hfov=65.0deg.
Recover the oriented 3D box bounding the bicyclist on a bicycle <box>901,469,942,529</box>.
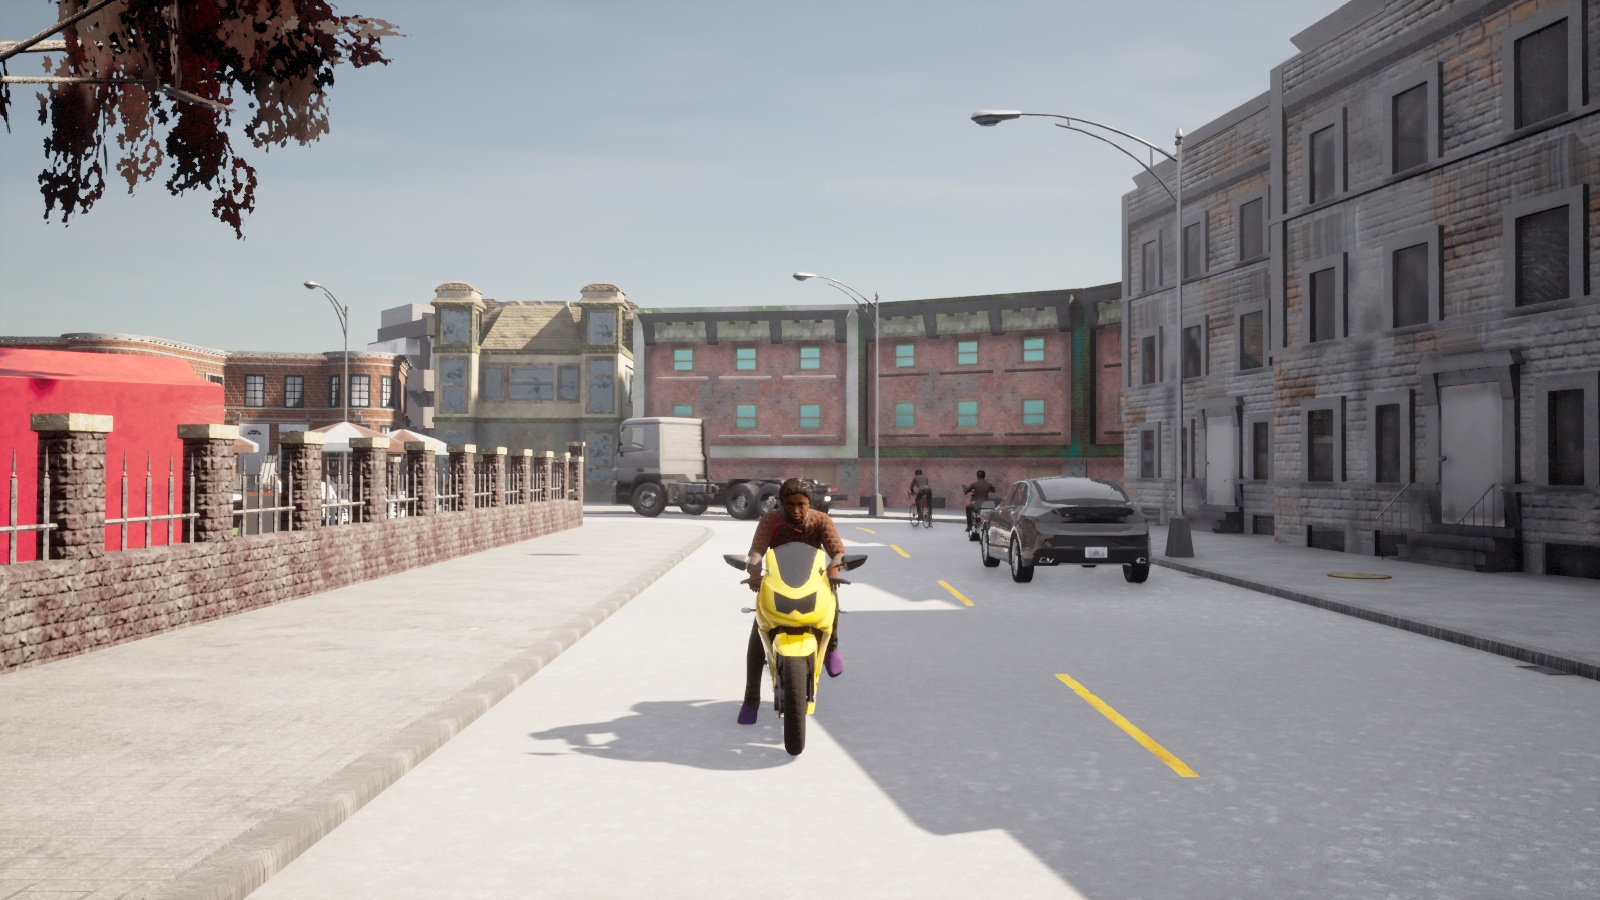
[{"bbox_3d":[3.362,1.341,34.925,0.582,1.620,1.656,0,-1,-14],"label":"bicyclist on a bicycle"}]

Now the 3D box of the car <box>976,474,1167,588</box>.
[{"bbox_3d":[3.949,1.124,19.127,1.837,1.490,4.892,0,-1,0],"label":"car"}]

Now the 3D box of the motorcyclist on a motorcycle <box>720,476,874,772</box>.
[{"bbox_3d":[-0.020,0.923,7.552,0.797,1.523,2.044,0,-1,0],"label":"motorcyclist on a motorcycle"}]

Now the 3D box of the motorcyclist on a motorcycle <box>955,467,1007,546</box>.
[{"bbox_3d":[3.928,1.208,27.391,0.766,1.649,2.350,0,-1,0],"label":"motorcyclist on a motorcycle"}]

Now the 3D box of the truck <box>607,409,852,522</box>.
[{"bbox_3d":[-2.434,0.543,41.717,7.936,3.462,2.891,-1,-1,33],"label":"truck"}]
